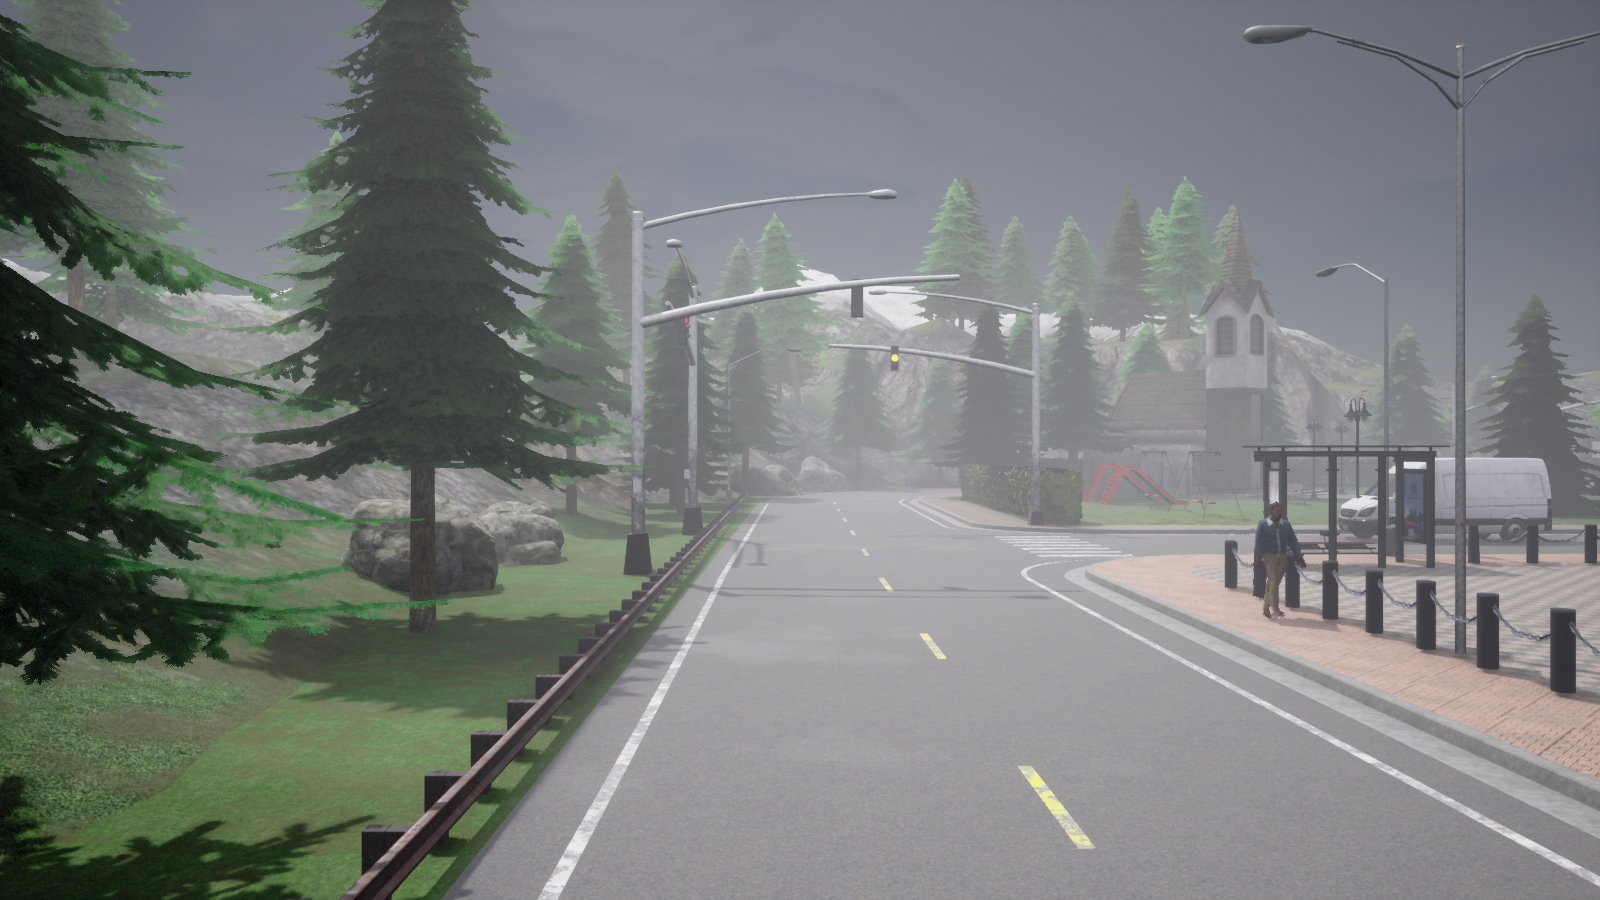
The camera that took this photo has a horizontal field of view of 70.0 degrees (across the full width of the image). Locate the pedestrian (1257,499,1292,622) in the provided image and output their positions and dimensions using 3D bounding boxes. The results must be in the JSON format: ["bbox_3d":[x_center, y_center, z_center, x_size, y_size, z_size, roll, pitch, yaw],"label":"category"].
[{"bbox_3d":[7.307,1.691,17.607,0.375,1.860,0.375,0,0,-1],"label":"pedestrian"}]

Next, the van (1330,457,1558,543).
[{"bbox_3d":[19.746,1.515,35.223,5.915,2.561,1.988,0,0,0],"label":"van"}]
